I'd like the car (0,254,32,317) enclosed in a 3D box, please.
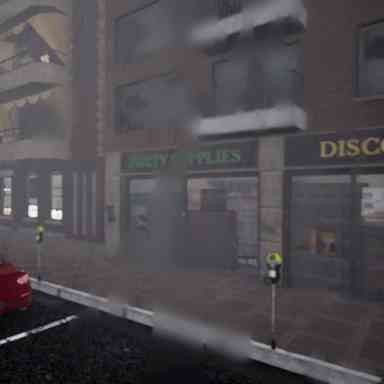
[{"bbox_3d":[-4.609,1.555,6.161,4.206,1.307,1.802,0,0,35],"label":"car"}]
